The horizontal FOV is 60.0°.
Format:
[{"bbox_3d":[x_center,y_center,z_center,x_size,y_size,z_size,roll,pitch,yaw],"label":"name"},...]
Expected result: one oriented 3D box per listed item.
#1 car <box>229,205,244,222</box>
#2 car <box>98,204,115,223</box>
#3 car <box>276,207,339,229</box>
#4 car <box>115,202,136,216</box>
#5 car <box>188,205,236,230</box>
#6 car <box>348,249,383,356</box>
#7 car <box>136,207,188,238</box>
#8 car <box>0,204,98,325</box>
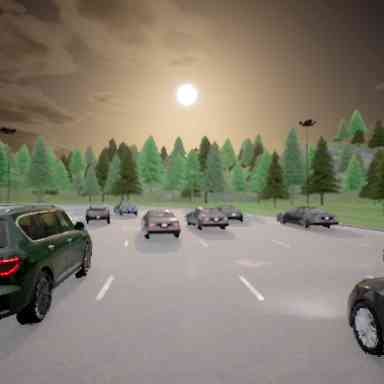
[{"bbox_3d":[2.805,1.786,28.546,1.994,1.385,4.181,0,0,-16],"label":"car"},{"bbox_3d":[-7.787,1.711,27.375,2.128,1.511,4.902,0,0,-17],"label":"car"},{"bbox_3d":[7.869,1.724,23.212,2.033,1.411,5.357,0,0,-13],"label":"car"},{"bbox_3d":[-7.302,1.836,36.327,2.033,1.411,5.357,0,0,-23],"label":"car"},{"bbox_3d":[0.890,1.722,22.384,2.033,1.411,5.357,0,0,-13],"label":"car"},{"bbox_3d":[3.421,1.530,3.272,1.837,1.490,4.892,0,0,-2],"label":"car"},{"bbox_3d":[-1.869,1.695,18.739,2.033,1.411,5.357,0,0,-12],"label":"car"},{"bbox_3d":[-3.793,1.283,7.293,2.150,2.045,5.566,0,0,-4],"label":"car"}]
